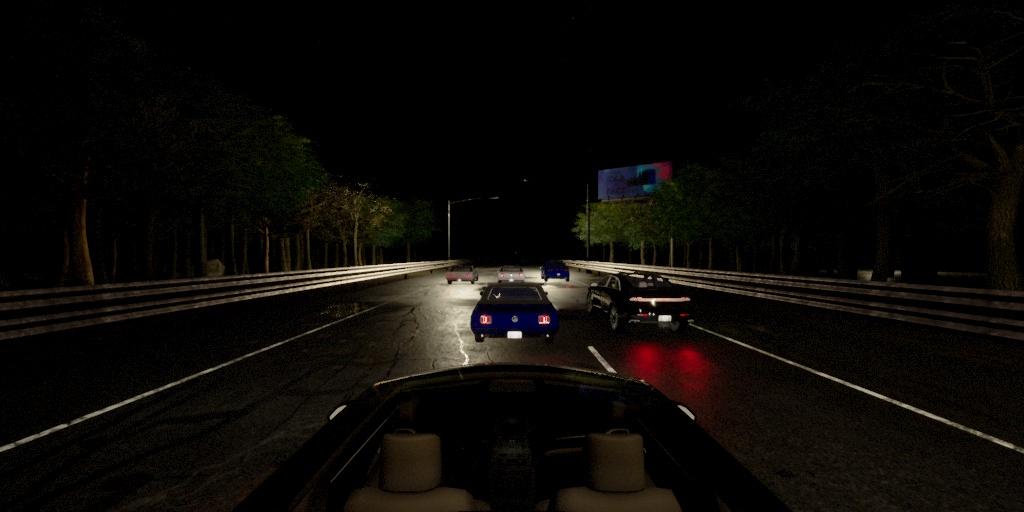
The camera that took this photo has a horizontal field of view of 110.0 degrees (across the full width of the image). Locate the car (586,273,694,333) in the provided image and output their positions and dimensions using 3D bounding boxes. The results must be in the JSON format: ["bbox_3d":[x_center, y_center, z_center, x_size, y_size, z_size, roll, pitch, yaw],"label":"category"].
[{"bbox_3d":[3.548,1.241,10.787,2.128,1.511,4.902,0,0,0],"label":"car"}]

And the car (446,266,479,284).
[{"bbox_3d":[-3.548,1.350,26.434,1.895,1.301,4.718,0,0,0],"label":"car"}]

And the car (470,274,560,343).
[{"bbox_3d":[0.053,1.351,9.664,1.895,1.301,4.718,0,0,0],"label":"car"}]

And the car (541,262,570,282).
[{"bbox_3d":[3.438,1.227,29.095,1.882,1.535,5.008,0,0,-1],"label":"car"}]

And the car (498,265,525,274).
[{"bbox_3d":[-0.047,1.350,26.504,1.895,1.301,4.718,0,0,0],"label":"car"}]
